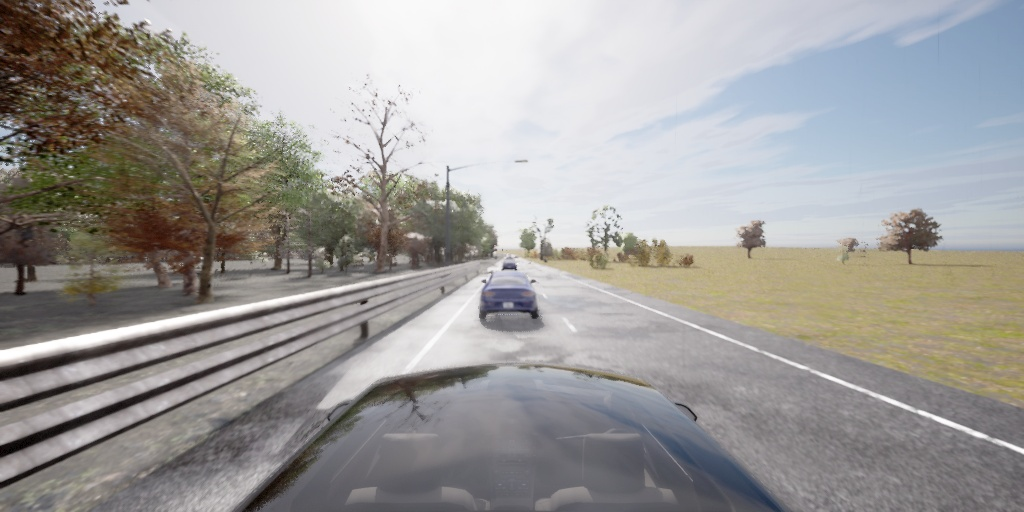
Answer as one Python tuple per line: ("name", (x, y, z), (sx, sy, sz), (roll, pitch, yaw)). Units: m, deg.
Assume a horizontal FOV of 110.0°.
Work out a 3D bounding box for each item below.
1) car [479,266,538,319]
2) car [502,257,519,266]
("car", (-0.110, 1.256, 12.626), (1.812, 1.442, 4.674), (0, 0, 0))
("car", (-0.292, 1.192, 45.939), (1.812, 1.442, 4.674), (0, 0, 0))
